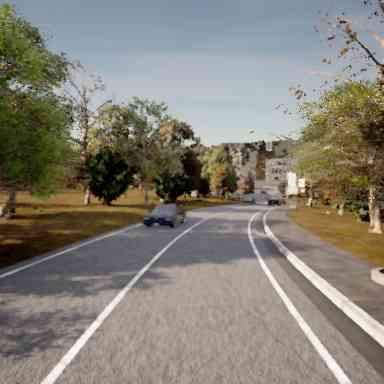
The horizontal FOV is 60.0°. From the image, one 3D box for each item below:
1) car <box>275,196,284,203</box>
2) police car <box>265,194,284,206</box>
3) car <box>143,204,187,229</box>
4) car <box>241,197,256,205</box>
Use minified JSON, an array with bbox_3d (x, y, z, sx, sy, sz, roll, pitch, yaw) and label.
[{"bbox_3d":[19.872,1.699,75.173,1.882,1.535,5.008,1,0,15],"label":"car"},{"bbox_3d":[14.823,1.611,59.790,1.930,1.638,5.238,2,0,20],"label":"police car"},{"bbox_3d":[-1.608,1.485,21.826,2.033,1.411,5.357,1,0,9],"label":"car"},{"bbox_3d":[10.547,1.586,61.407,2.033,1.411,5.357,2,0,21],"label":"car"}]
